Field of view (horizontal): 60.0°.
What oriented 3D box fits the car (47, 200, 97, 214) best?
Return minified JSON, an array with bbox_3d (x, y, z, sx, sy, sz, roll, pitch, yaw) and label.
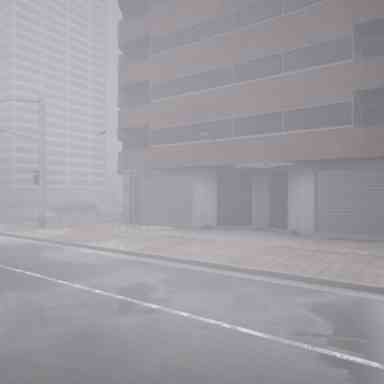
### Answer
[{"bbox_3d":[-12.967,1.547,36.498,2.033,1.411,5.357,0,0,35],"label":"car"}]
